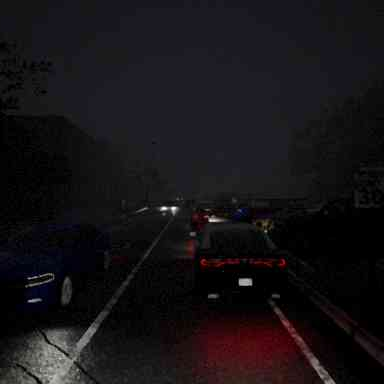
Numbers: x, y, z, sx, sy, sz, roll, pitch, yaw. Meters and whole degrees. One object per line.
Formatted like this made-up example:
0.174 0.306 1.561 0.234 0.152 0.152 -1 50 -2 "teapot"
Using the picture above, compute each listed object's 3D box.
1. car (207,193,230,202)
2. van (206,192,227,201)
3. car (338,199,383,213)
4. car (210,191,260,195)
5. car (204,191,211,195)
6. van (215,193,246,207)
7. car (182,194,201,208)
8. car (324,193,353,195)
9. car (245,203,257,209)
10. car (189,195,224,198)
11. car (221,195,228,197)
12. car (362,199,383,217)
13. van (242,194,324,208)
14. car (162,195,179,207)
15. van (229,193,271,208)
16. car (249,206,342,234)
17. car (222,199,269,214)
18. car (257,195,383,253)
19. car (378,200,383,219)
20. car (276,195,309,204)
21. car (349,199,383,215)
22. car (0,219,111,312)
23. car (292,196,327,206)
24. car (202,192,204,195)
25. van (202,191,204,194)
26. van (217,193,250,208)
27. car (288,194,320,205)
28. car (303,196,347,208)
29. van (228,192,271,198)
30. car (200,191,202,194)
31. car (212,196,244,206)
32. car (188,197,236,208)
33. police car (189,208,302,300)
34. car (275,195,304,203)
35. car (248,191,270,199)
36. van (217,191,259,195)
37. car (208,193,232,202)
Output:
5.550 1.126 69.286 4.553 1.767 2.185 0 0 0 "car"
5.450 0.985 74.892 4.442 1.987 1.878 0 0 0 "van"
18.772 1.510 36.327 4.792 1.488 2.163 0 0 0 "car"
5.616 1.184 44.055 5.566 2.045 2.435 0 0 0 "car"
5.574 1.061 60.876 5.566 2.045 2.435 0 0 0 "car"
5.747 1.169 49.663 4.442 1.987 1.878 0 0 0 "van"
-0.034 1.402 45.969 1.882 1.535 5.008 0 0 0 "car"
18.708 1.216 39.101 5.566 2.045 2.435 0 0 0 "car"
5.529 1.491 16.016 5.366 1.575 1.946 0 0 0 "car"
0.948 1.347 24.493 2.097 1.767 4.553 0 0 0 "car"
5.665 1.470 38.449 4.892 1.521 2.231 0 0 0 "car"
18.942 1.493 30.772 5.366 1.575 1.946 0 0 0 "car"
5.817 1.272 21.623 4.442 1.987 1.878 0 0 0 "van"
-3.402 1.503 50.196 1.895 1.301 4.718 0 0 0 "car"
5.570 1.274 27.233 4.442 1.987 1.878 0 0 0 "van"
5.710 1.536 18.819 4.674 1.452 2.002 0 0 0 "car"
5.663 1.523 35.646 4.674 1.452 2.002 0 0 0 "car"
5.693 1.242 13.213 5.566 2.045 2.435 0 0 0 "car"
18.759 1.500 27.995 5.008 1.535 2.097 0 0 0 "car"
18.496 1.308 61.308 5.366 1.575 1.946 0 0 0 "car"
18.721 1.522 33.544 4.792 1.488 2.163 0 0 0 "car"
-3.358 1.483 8.059 1.882 1.535 5.008 0 0 0 "car"
18.673 1.401 52.981 4.792 1.488 2.163 0 0 0 "car"
5.555 1.190 77.697 5.008 1.535 2.097 0 0 0 "car"
5.422 0.903 86.104 4.442 1.987 1.878 0 0 0 "van"
5.754 1.189 46.860 4.442 1.987 1.878 0 0 0 "van"
18.726 1.226 55.757 4.553 1.767 2.185 0 0 0 "car"
18.902 1.409 47.430 5.366 1.575 1.946 0 0 0 "car"
5.796 1.270 30.035 4.442 1.987 1.878 0 0 0 "van"
5.710 1.085 91.713 5.366 1.575 1.946 0 0 0 "car"
5.617 1.375 52.468 4.892 1.521 2.231 0 0 0 "car"
0.954 1.354 18.485 2.097 1.767 4.553 0 0 0 "car"
0.966 1.431 8.613 1.930 1.638 5.238 0 0 0 "police car"
18.680 1.292 64.085 4.892 1.521 2.231 0 0 0 "car"
18.575 0.836 91.967 5.566 2.045 2.435 0 0 0 "car"
5.768 1.229 41.255 4.442 1.987 1.878 0 0 0 "van"
5.557 1.146 66.483 4.553 1.767 2.185 0 0 0 "car"
